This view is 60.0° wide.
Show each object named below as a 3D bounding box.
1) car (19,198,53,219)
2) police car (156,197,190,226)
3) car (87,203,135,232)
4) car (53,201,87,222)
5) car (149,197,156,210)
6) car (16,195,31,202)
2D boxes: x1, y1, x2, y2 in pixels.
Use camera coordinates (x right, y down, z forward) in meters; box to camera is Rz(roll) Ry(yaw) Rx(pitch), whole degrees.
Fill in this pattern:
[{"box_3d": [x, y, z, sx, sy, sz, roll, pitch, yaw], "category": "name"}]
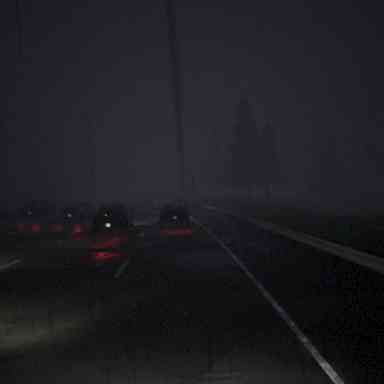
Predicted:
[{"box_3d": [-12.459, 1.365, 27.208, 2.128, 1.511, 4.902, 0, 0, -8], "category": "car"}, {"box_3d": [-1.279, 1.298, 22.413, 1.930, 1.638, 5.238, 0, 0, -6], "category": "police car"}, {"box_3d": [-4.465, 1.404, 19.236, 1.837, 1.490, 4.892, 0, 0, -5], "category": "car"}, {"box_3d": [-8.619, 1.403, 24.965, 1.812, 1.442, 4.674, 0, 0, -7], "category": "car"}, {"box_3d": [-3.836, 1.308, 39.328, 1.812, 1.442, 4.674, 0, 0, -11], "category": "car"}, {"box_3d": [-31.993, 1.184, 63.127, 1.895, 1.301, 4.718, 0, 0, -19], "category": "car"}]
